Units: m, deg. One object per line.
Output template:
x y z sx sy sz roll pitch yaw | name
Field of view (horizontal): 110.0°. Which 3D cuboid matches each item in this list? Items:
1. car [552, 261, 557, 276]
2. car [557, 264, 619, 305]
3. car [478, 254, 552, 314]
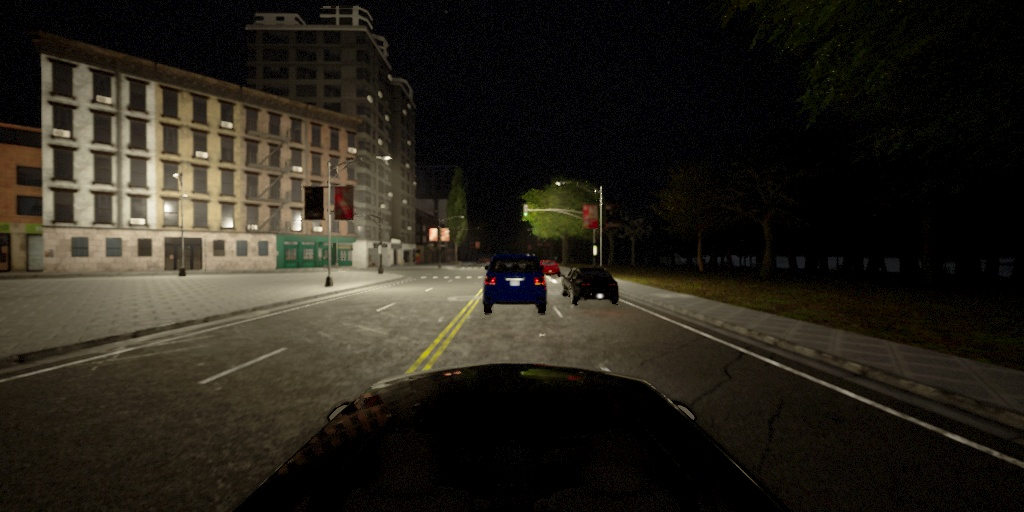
3.334 1.177 33.748 1.882 1.535 5.008 0 0 0 | car
3.345 1.235 16.022 1.837 1.490 4.892 0 1 0 | car
0.094 0.952 13.871 2.150 2.045 5.566 0 0 0 | car
